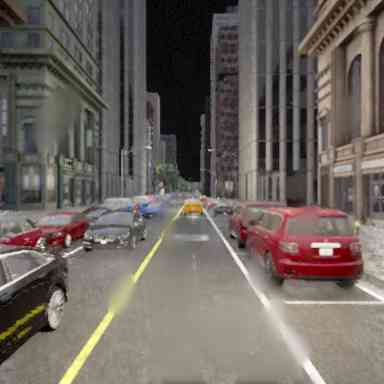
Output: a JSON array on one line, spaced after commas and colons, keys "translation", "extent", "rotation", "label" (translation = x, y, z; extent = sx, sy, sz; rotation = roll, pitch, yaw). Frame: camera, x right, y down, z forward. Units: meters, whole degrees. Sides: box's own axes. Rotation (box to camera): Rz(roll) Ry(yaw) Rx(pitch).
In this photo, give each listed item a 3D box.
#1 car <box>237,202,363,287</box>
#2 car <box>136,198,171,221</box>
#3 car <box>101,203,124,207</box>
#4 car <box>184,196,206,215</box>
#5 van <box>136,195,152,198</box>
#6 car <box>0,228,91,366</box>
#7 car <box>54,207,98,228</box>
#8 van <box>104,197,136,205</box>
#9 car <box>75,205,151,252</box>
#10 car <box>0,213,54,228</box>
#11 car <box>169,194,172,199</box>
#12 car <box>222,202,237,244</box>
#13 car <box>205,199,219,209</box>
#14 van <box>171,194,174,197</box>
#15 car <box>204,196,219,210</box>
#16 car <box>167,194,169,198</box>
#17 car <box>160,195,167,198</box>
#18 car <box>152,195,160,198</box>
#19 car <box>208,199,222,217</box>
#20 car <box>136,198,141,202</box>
[{"translation": [2.774, 1.324, 9.262], "extent": [2.192, 1.841, 5.009], "rotation": [0, 0, 0], "label": "car"}, {"translation": [-3.049, 1.508, 27.382], "extent": [1.882, 1.535, 5.008], "rotation": [0, 0, 0], "label": "car"}, {"translation": [-5.736, 1.587, 20.147], "extent": [1.947, 1.339, 4.313], "rotation": [0, 0, 0], "label": "car"}, {"translation": [0.146, 1.518, 34.644], "extent": [1.882, 1.535, 5.008], "rotation": [0, 0, 0], "label": "car"}, {"translation": [-5.713, 1.383, 36.471], "extent": [1.690, 1.788, 3.998], "rotation": [0, 0, 0], "label": "van"}, {"translation": [-3.093, 1.496, 4.020], "extent": [2.128, 1.511, 4.902], "rotation": [0, 0, 0], "label": "car"}, {"translation": [-5.744, 1.559, 14.705], "extent": [1.887, 1.381, 4.507], "rotation": [0, 0, 0], "label": "car"}, {"translation": [-5.729, 1.369, 25.589], "extent": [1.690, 1.788, 3.998], "rotation": [0, 0, 0], "label": "van"}, {"translation": [-3.079, 1.518, 14.098], "extent": [1.837, 1.490, 4.892], "rotation": [0, 0, 0], "label": "car"}, {"translation": [-5.751, 1.448, 9.265], "extent": [1.967, 1.590, 4.097], "rotation": [0, 0, 0], "label": "car"}, {"translation": [-5.669, 1.688, 69.116], "extent": [1.802, 1.307, 4.206], "rotation": [0, 0, 0], "label": "car"}, {"translation": [2.782, 1.330, 14.703], "extent": [2.192, 1.841, 5.009], "rotation": [0, 0, 0], "label": "car"}, {"translation": [2.827, 1.638, 47.347], "extent": [1.802, 1.307, 4.206], "rotation": [0, 0, 0], "label": "car"}, {"translation": [-5.662, 1.466, 74.559], "extent": [1.690, 1.788, 3.998], "rotation": [0, 0, 0], "label": "van"}, {"translation": [2.820, 1.489, 41.906], "extent": [1.967, 1.590, 4.097], "rotation": [0, 0, 0], "label": "car"}, {"translation": [-5.683, 1.513, 58.236], "extent": [1.967, 1.590, 4.097], "rotation": [0, 0, 0], "label": "car"}, {"translation": [-5.690, 1.378, 52.795], "extent": [2.192, 1.841, 5.009], "rotation": [0, 0, 0], "label": "car"}, {"translation": [-5.706, 1.364, 41.913], "extent": [2.192, 1.841, 5.009], "rotation": [0, 0, 0], "label": "car"}, {"translation": [2.804, 1.586, 31.025], "extent": [2.008, 1.369, 4.403], "rotation": [0, 0, 0], "label": "car"}, {"translation": [-5.721, 1.579, 31.030], "extent": [1.887, 1.381, 4.507], "rotation": [0, 0, 0], "label": "car"}]
